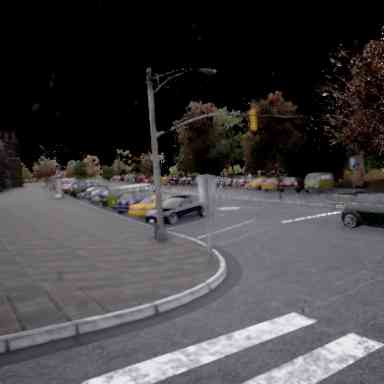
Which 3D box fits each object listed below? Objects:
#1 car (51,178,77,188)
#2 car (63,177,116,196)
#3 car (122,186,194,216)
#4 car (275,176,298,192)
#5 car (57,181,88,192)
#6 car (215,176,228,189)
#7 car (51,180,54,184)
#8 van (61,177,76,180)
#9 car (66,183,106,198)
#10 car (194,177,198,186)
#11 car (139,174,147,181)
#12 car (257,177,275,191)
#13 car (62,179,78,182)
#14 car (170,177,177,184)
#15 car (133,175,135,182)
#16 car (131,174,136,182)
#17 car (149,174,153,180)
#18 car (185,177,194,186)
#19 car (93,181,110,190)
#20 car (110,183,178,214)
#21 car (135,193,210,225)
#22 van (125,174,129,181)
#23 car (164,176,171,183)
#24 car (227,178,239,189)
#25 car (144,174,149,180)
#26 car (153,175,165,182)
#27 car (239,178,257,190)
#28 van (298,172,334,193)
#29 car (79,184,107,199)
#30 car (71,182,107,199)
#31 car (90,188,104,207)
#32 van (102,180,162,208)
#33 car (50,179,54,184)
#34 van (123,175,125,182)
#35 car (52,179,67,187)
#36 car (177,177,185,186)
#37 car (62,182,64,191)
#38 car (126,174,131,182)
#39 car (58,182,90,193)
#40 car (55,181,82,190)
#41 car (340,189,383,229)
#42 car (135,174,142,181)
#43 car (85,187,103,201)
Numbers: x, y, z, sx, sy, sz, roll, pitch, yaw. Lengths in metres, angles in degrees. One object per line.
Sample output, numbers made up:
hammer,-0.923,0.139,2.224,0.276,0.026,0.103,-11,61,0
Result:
car,-32.904,-2.414,85.627,5.566,2.045,2.435,-9,7,-44
car,-13.657,-0.371,44.796,2.435,2.045,5.566,0,6,43
car,-2.018,0.833,23.713,1.946,1.575,5.366,0,6,40
car,11.487,-0.983,36.439,2.185,1.767,4.553,1,5,41
car,-22.912,-1.048,63.782,2.097,1.535,5.008,0,6,45
car,5.822,-1.301,46.849,2.002,1.452,4.674,1,5,42
car,-29.158,-1.746,77.467,5.008,1.535,2.097,-9,6,-44
van,-25.356,-1.563,69.320,4.442,1.987,1.878,-9,6,-44
car,-15.030,-0.246,47.482,2.097,1.535,5.008,0,6,43
car,3.194,-1.609,52.223,1.946,1.575,5.366,1,5,43
car,-8.707,-2.772,75.919,5.366,1.575,1.946,-7,6,-44
car,10.192,-0.997,39.193,1.946,1.575,5.366,1,5,41
car,-20.323,-0.903,58.327,2.185,1.767,4.553,1,7,44
car,-0.960,-1.944,59.978,2.163,1.488,4.792,2,6,44
car,-11.064,-3.029,81.435,4.792,1.488,2.163,-6,6,-44
car,-12.257,-3.173,84.187,4.792,1.488,2.163,-6,5,-44
car,-6.110,-2.632,70.642,4.553,1.767,2.185,-7,5,-45
car,1.736,-1.845,54.727,2.185,1.767,4.553,2,6,43
car,-17.111,-1.254,62.604,2.128,1.511,4.902,-5,5,-25
car,-3.662,0.618,26.160,2.185,1.767,4.553,0,6,40
car,-0.804,1.020,20.909,2.163,1.488,4.792,0,6,40
van,-14.826,-3.694,89.476,4.442,1.987,1.878,-6,6,-44
car,-2.228,-2.081,62.687,2.163,1.488,4.792,1,5,44
car,7.224,-1.179,44.244,2.002,1.452,4.674,1,5,42
car,-7.341,-2.645,73.357,4.892,1.521,2.231,-7,5,-44
car,-4.826,-2.374,67.989,2.097,1.535,5.008,1,6,45
car,8.522,-1.087,41.502,1.946,1.575,5.366,1,6,42
van,12.894,-0.960,33.794,1.878,1.987,4.442,1,5,41
car,-9.454,0.299,36.773,2.002,1.452,4.674,0,6,42
car,-12.263,0.048,42.111,2.002,1.452,4.674,1,7,42
car,-6.581,0.504,31.461,2.231,1.521,4.892,0,6,41
van,-5.053,0.385,28.895,1.878,1.987,4.442,0,6,41
car,-30.427,-2.134,80.160,5.566,2.045,2.435,-9,7,-44
van,-16.057,-3.833,92.184,4.442,1.987,1.878,-6,6,-44
car,-24.294,-1.170,66.384,5.366,1.575,1.946,-9,7,-44
car,0.372,-1.846,57.353,2.097,1.535,5.008,1,5,44
car,-17.706,-0.509,52.888,2.097,1.535,5.008,1,7,44
car,-13.639,-3.327,86.737,5.366,1.575,1.946,-7,6,-44
car,-21.615,-0.912,61.059,2.231,1.521,4.892,1,7,45
car,-26.687,-1.433,71.972,4.792,1.488,2.163,-9,7,-44
car,8.877,0.774,14.267,2.097,1.767,4.553,-5,4,-31
car,-9.809,-3.175,78.755,5.566,2.045,2.435,-7,5,-44
car,-8.014,0.420,34.116,2.002,1.452,4.674,1,7,41
